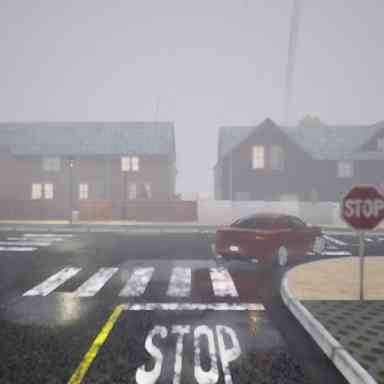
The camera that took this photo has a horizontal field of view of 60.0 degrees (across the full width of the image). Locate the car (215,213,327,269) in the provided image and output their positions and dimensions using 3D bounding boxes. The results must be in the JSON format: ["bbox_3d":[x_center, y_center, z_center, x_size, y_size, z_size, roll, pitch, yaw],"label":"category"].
[{"bbox_3d":[2.789,1.437,11.198,1.882,1.535,5.008,-1,-1,40],"label":"car"}]
